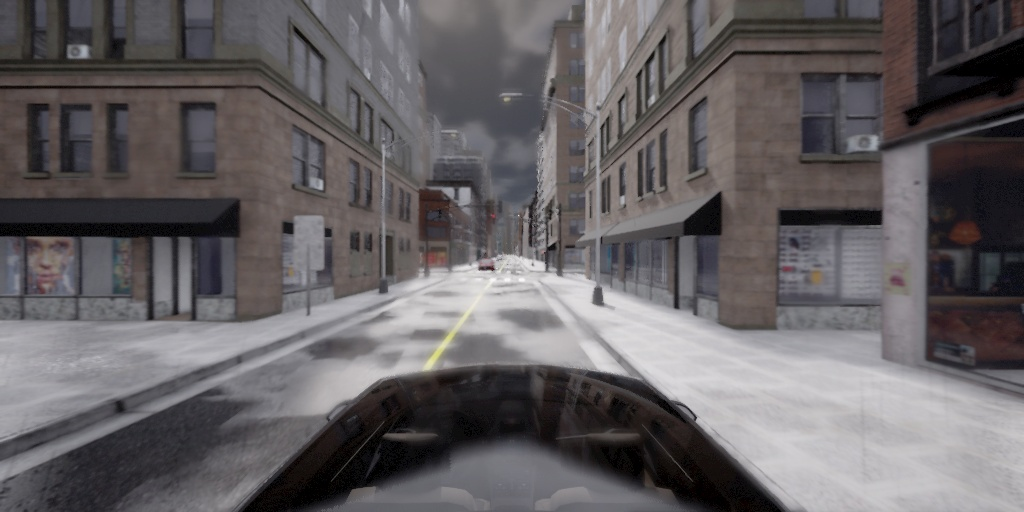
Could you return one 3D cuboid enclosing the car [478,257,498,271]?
[{"bbox_3d":[-3.001,1.037,42.952,1.882,1.535,5.008,0,2,0],"label":"car"}]
